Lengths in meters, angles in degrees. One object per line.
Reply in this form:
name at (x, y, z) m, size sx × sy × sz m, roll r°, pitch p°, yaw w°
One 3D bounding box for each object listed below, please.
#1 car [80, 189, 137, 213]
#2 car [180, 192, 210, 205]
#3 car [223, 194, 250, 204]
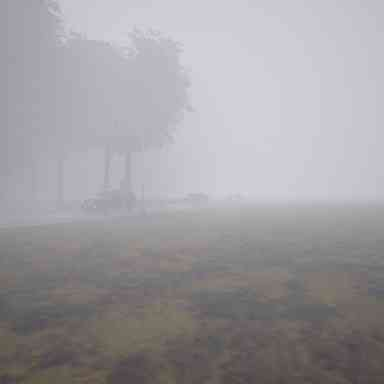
car at (-7.641, 0.777, 31.099) m, size 2.150 × 2.045 × 5.566 m, roll 1°, pitch 2°, yaw 36°
car at (0.426, 0.838, 42.297) m, size 1.837 × 1.490 × 4.892 m, roll 1°, pitch 1°, yaw 36°
car at (6.201, 0.889, 45.307) m, size 1.895 × 1.301 × 4.718 m, roll 1°, pitch 1°, yaw 36°
